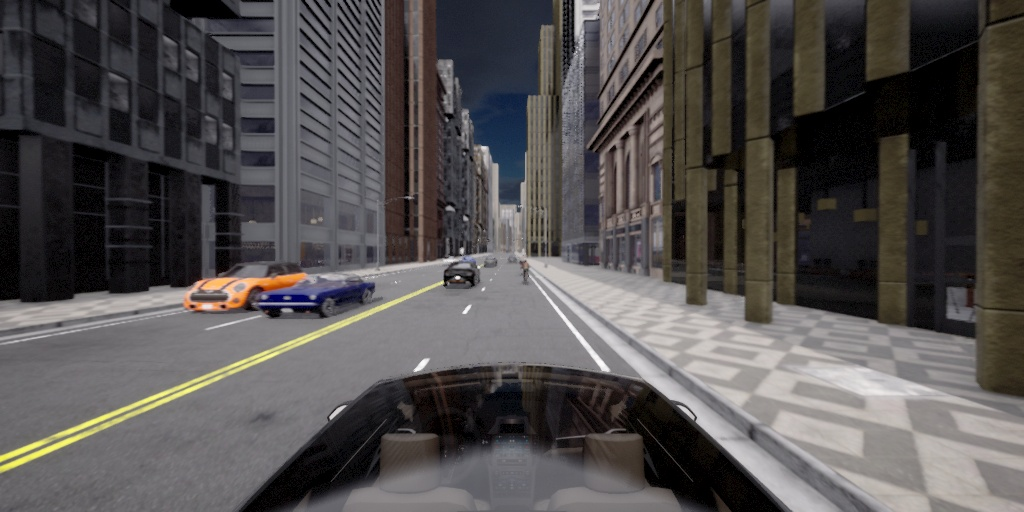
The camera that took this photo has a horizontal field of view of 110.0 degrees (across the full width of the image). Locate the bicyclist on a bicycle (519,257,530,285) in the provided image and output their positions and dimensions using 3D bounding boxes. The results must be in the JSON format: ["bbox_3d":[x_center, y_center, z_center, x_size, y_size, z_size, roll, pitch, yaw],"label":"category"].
[{"bbox_3d":[0.907,1.059,23.149,0.582,1.620,1.656,0,0,0],"label":"bicyclist on a bicycle"}]

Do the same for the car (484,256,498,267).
[{"bbox_3d":[-3.122,0.783,54.186,2.128,1.511,4.902,0,1,0],"label":"car"}]

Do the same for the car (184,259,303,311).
[{"bbox_3d":[-9.842,1.028,13.821,2.097,1.767,4.553,0,0,0],"label":"car"}]

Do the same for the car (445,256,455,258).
[{"bbox_3d":[-9.769,0.795,56.332,1.812,1.442,4.674,0,1,1],"label":"car"}]

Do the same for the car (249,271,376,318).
[{"bbox_3d":[-6.594,1.284,12.726,1.895,1.301,4.718,0,0,0],"label":"car"}]

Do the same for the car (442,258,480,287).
[{"bbox_3d":[-3.138,1.084,23.144,1.882,1.535,5.008,0,0,0],"label":"car"}]

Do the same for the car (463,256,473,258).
[{"bbox_3d":[-6.542,0.781,53.157,1.882,1.535,5.008,0,1,0],"label":"car"}]
